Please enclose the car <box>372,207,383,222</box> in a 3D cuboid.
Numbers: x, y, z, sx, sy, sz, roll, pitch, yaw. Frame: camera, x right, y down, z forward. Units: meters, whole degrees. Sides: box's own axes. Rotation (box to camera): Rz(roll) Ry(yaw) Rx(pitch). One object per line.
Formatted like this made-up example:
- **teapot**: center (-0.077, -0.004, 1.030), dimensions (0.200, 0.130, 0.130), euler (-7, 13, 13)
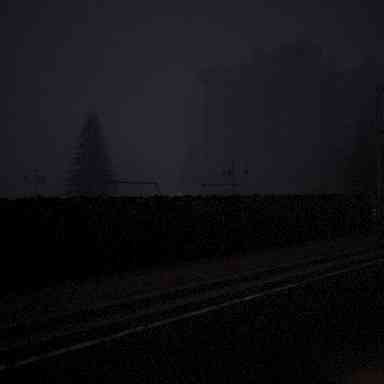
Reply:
- **car**: center (15.786, 1.337, 24.386), dimensions (4.553, 1.767, 2.097), euler (0, 0, 42)
